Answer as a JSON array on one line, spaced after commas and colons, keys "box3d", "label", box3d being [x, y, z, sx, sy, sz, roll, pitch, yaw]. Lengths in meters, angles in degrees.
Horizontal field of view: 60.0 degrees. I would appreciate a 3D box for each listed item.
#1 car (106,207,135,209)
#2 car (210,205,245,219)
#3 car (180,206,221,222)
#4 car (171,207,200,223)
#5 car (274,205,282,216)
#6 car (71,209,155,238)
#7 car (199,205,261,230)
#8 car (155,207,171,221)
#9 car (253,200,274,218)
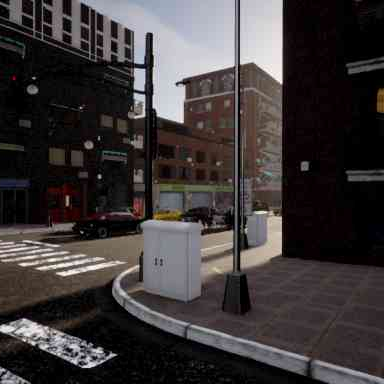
[{"box3d": [-5.397, 1.758, 23.112, 1.967, 1.590, 4.097, -1, -2, 35], "label": "car"}, {"box3d": [3.979, 2.153, 36.565, 1.752, 1.417, 4.829, -1, -2, 35], "label": "car"}, {"box3d": [0.918, 2.092, 32.172, 1.947, 1.339, 4.313, -1, -2, 35], "label": "car"}, {"box3d": [0.717, 1.962, 27.324, 1.837, 1.490, 4.892, 0, -1, 35], "label": "car"}, {"box3d": [12.518, 2.394, 44.189, 2.033, 1.411, 5.357, 0, -1, 35], "label": "car"}, {"box3d": [-4.645, 1.881, 19.634, 1.895, 1.301, 4.718, 0, -1, 35], "label": "car"}, {"box3d": [2.958, 1.946, 24.946, 2.128, 1.511, 4.902, 0, -1, 35], "label": "car"}, {"box3d": [-2.337, 1.944, 27.501, 1.752, 1.417, 4.829, -1, -2, 35], "label": "car"}, {"box3d": [6.396, 1.866, 35.473, 2.150, 2.045, 5.566, 0, -1, 35], "label": "car"}]
